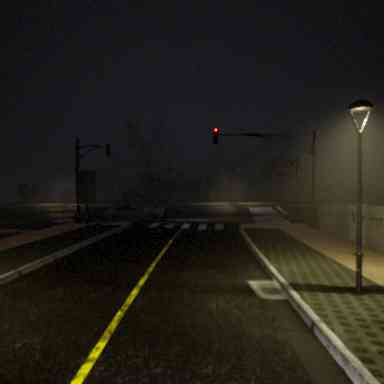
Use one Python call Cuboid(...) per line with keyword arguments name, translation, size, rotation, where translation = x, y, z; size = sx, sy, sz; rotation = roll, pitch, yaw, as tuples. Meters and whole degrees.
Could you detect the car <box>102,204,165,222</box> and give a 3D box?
Cuboid(name="car", translation=(-4.640, 1.641, 26.791), size=(4.718, 1.301, 1.895), rotation=(0, 3, 7))
